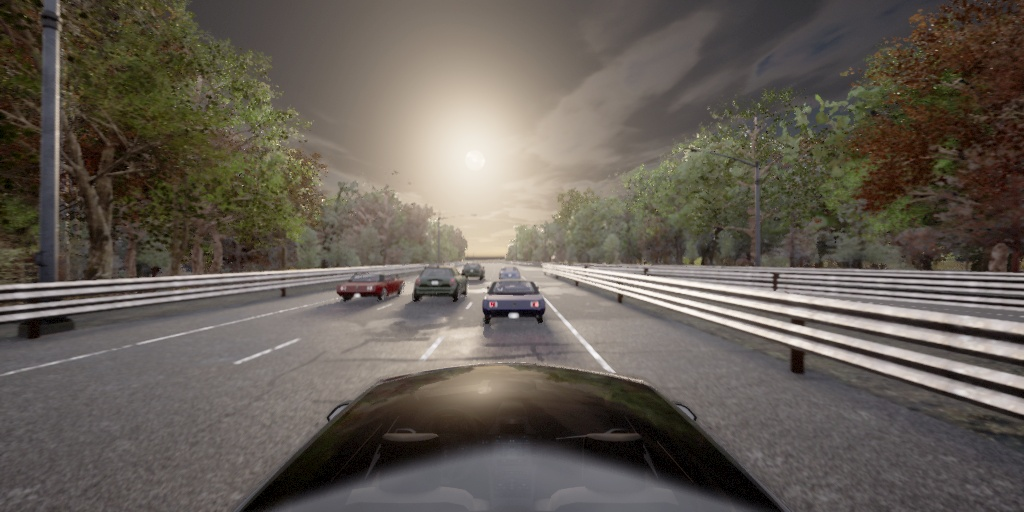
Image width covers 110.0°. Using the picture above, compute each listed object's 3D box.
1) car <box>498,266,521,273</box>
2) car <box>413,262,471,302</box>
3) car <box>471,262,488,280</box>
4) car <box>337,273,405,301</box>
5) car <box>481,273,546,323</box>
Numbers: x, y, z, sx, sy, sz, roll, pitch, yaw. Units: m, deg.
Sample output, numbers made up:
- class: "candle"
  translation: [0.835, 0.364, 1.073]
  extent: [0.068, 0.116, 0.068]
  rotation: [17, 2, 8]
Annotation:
- class: "car"
  translation: [-0.214, 1.580, 30.325]
  extent: [2.033, 1.411, 5.357]
  rotation: [0, -1, -1]
- class: "car"
  translation: [-3.527, 1.265, 18.429]
  extent: [2.097, 1.767, 4.553]
  rotation: [0, -1, -1]
- class: "car"
  translation: [-3.848, 1.447, 36.115]
  extent: [2.097, 1.767, 4.553]
  rotation: [0, -1, -1]
- class: "car"
  translation: [-7.023, 1.515, 18.433]
  extent: [1.895, 1.301, 4.718]
  rotation: [0, -1, -1]
- class: "car"
  translation: [0.038, 1.456, 12.606]
  extent: [1.895, 1.301, 4.718]
  rotation: [0, -1, 0]
